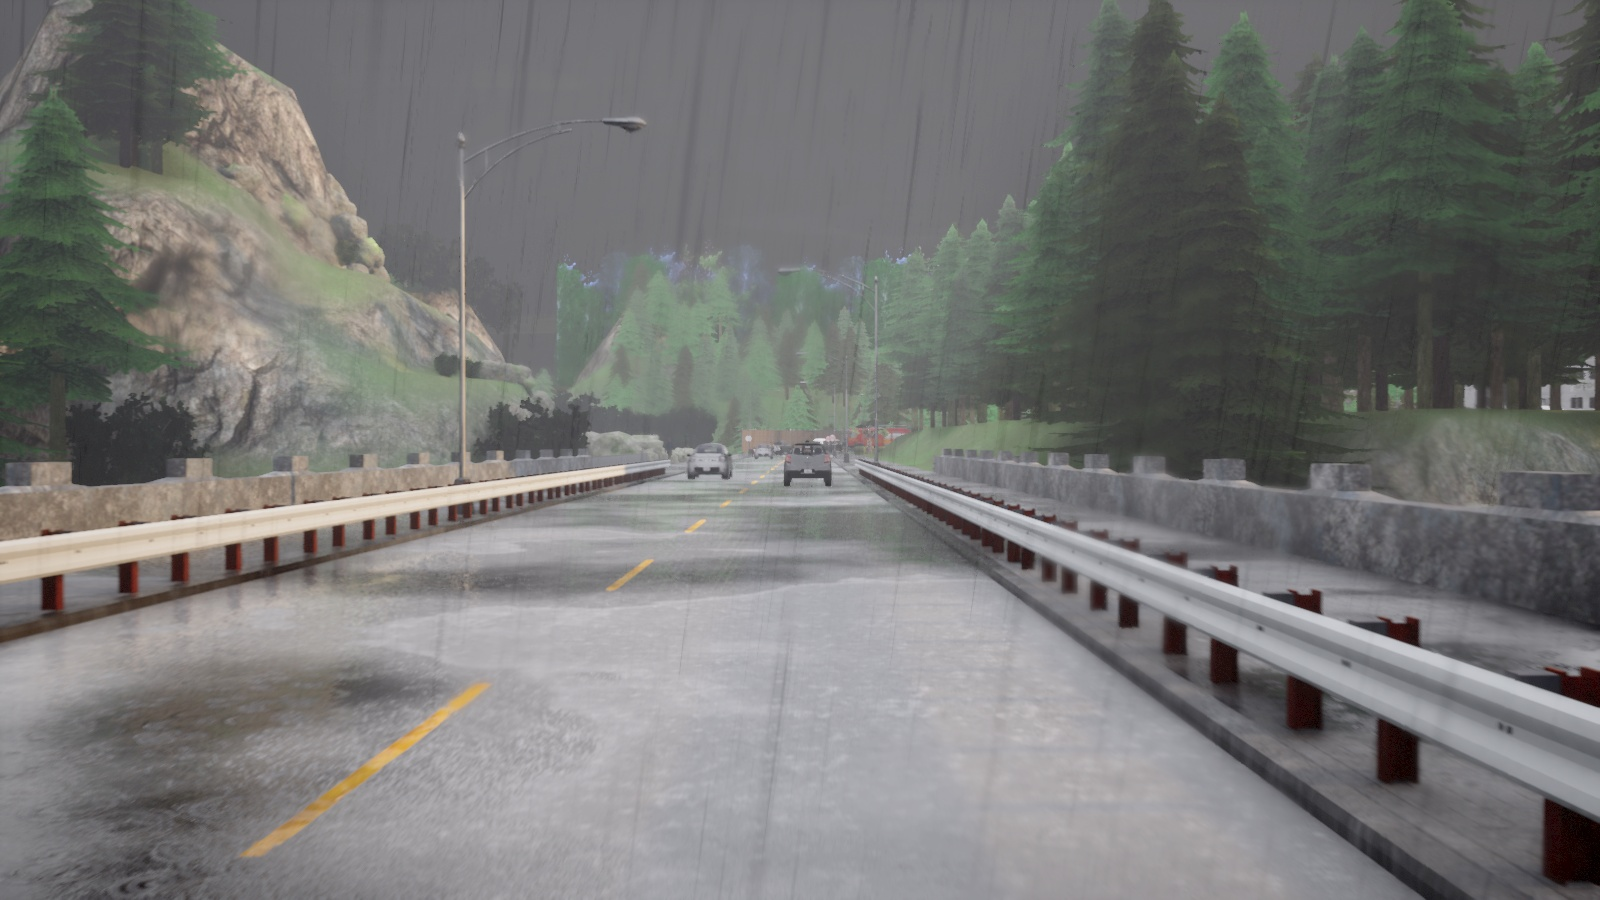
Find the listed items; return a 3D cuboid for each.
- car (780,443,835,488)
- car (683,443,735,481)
[{"bbox_3d":[0.272,0.512,44.245,1.845,1.501,3.633,0,0,0],"label":"car"},{"bbox_3d":[-3.688,0.469,51.211,1.845,1.501,3.633,0,0,0],"label":"car"}]
